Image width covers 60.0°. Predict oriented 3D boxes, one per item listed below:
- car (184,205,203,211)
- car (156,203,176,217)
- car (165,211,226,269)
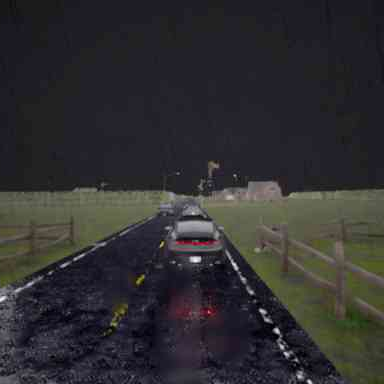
[{"bbox_3d":[0.109,1.925,32.207,1.994,1.385,4.181,0,-1,0],"label":"car"},{"bbox_3d":[-2.776,1.959,36.528,2.033,1.411,5.357,0,-1,1],"label":"car"},{"bbox_3d":[0.100,1.634,11.636,1.837,1.490,4.892,0,0,0],"label":"car"}]
